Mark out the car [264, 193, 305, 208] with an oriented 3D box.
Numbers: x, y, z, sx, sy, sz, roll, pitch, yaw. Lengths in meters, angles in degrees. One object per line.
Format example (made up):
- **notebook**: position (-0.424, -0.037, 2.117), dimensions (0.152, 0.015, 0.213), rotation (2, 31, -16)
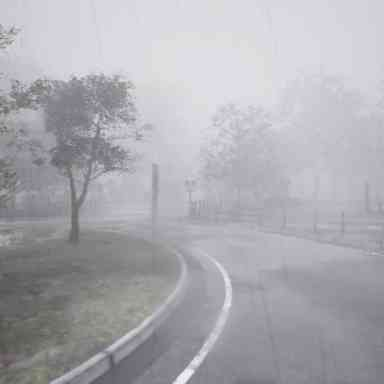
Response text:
- **car**: position (10.350, 0.929, 36.892), dimensions (4.553, 1.767, 2.097), rotation (0, 0, 25)
